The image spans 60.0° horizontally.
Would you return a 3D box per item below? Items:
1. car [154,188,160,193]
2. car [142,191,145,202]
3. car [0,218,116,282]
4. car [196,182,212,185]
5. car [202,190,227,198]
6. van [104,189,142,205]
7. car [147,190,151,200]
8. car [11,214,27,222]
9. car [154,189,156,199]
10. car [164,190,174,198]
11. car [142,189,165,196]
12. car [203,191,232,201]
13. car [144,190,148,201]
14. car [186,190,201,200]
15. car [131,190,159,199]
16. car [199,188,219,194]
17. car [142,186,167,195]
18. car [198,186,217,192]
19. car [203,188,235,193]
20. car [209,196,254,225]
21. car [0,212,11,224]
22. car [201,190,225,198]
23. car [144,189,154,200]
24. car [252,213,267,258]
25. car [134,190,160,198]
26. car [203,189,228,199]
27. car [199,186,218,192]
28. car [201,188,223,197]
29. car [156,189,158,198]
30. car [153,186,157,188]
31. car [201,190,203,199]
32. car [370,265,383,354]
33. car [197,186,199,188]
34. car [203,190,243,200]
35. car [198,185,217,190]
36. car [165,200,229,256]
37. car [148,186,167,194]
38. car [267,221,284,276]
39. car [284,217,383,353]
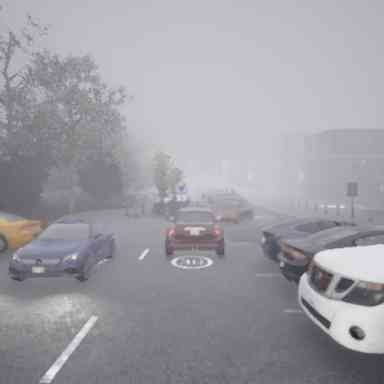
[{"bbox_3d":[-8.799,0.571,59.565,5.008,1.535,2.097,0,1,0],"label":"car"},{"bbox_3d":[-8.816,0.827,42.835,4.674,1.452,2.002,0,0,0],"label":"car"},{"bbox_3d":[-3.562,1.553,10.024,1.812,1.442,4.674,0,0,0],"label":"car"},{"bbox_3d":[4.265,-0.936,90.354,5.566,2.045,2.435,0,3,0],"label":"car"},{"bbox_3d":[4.308,0.445,65.316,4.792,1.488,2.163,0,2,0],"label":"car"},{"bbox_3d":[-8.688,0.576,40.160,4.442,1.987,1.878,1,0,0],"label":"van"},{"bbox_3d":[-8.839,0.781,48.532,4.792,1.488,2.163,0,0,0],"label":"car"},{"bbox_3d":[-8.539,1.515,13.070,5.008,1.535,2.097,0,0,0],"label":"car"},{"bbox_3d":[-8.993,0.679,54.119,5.366,1.575,1.946,0,1,0],"label":"car"},{"bbox_3d":[-3.775,0.435,65.350,2.128,1.511,4.902,0,2,0],"label":"car"},{"bbox_3d":[-8.800,0.014,76.288,5.008,1.535,2.097,0,2,0],"label":"car"},{"bbox_3d":[4.303,0.661,56.948,4.792,1.488,2.163,0,1,0],"label":"car"},{"bbox_3d":[-8.815,0.814,45.620,4.674,1.452,2.002,0,0,0],"label":"car"},{"bbox_3d":[-0.187,0.837,41.909,1.812,1.442,4.674,0,0,0],"label":"car"},{"bbox_3d":[-8.797,0.500,62.354,5.008,1.535,2.097,0,2,0],"label":"car"},{"bbox_3d":[4.319,-0.356,84.808,4.792,1.488,2.163,0,3,0],"label":"car"},{"bbox_3d":[-8.821,-0.359,79.063,5.566,2.045,2.435,0,3,0],"label":"car"},{"bbox_3d":[4.300,-0.837,93.147,5.008,1.535,2.097,0,3,0],"label":"car"},{"bbox_3d":[4.237,0.647,45.806,4.553,1.767,2.185,0,0,0],"label":"car"},{"bbox_3d":[2.873,1.319,23.154,1.994,1.385,4.181,2,4,29],"label":"car"},{"bbox_3d":[-8.575,1.382,10.299,4.553,1.767,2.185,0,0,0],"label":"car"},{"bbox_3d":[4.251,0.356,68.102,4.792,1.488,2.163,0,2,0],"label":"car"},{"bbox_3d":[-8.994,0.718,51.324,5.366,1.575,1.946,0,1,0],"label":"car"},{"bbox_3d":[4.566,1.537,10.426,4.792,1.488,2.163,0,0,0],"label":"car"},{"bbox_3d":[-8.795,0.417,65.271,4.892,1.521,2.231,0,2,0],"label":"car"},{"bbox_3d":[4.309,0.370,62.525,4.553,1.767,2.185,0,2,0],"label":"car"},{"bbox_3d":[4.243,0.470,51.377,5.566,2.045,2.435,0,1,0],"label":"car"},{"bbox_3d":[4.251,0.104,70.882,4.553,1.767,2.185,0,2,0],"label":"car"},{"bbox_3d":[-8.776,0.664,56.775,4.792,1.488,2.163,0,1,0],"label":"car"},{"bbox_3d":[-8.611,0.126,73.501,5.366,1.575,1.946,0,2,0],"label":"car"},{"bbox_3d":[4.275,0.752,48.586,5.008,1.535,2.097,0,1,0],"label":"car"},{"bbox_3d":[4.353,1.483,2.097,5.366,1.575,1.946,0,0,0],"label":"car"},{"bbox_3d":[4.293,-0.115,79.237,5.008,1.535,2.097,0,3,0],"label":"car"},{"bbox_3d":[4.237,0.816,43.021,4.792,1.488,2.163,0,0,0],"label":"car"},{"bbox_3d":[4.252,-0.002,73.660,4.553,1.767,2.185,0,2,0],"label":"car"},{"bbox_3d":[0.131,1.389,13.429,2.097,1.767,4.553,0,0,1],"label":"car"},{"bbox_3d":[-8.821,-0.503,84.643,4.553,1.767,2.185,0,3,0],"label":"car"},{"bbox_3d":[4.532,1.500,7.650,5.008,1.535,2.097,0,0,0],"label":"car"},{"bbox_3d":[4.510,1.242,4.875,5.566,2.045,2.435,0,0,0],"label":"car"}]
